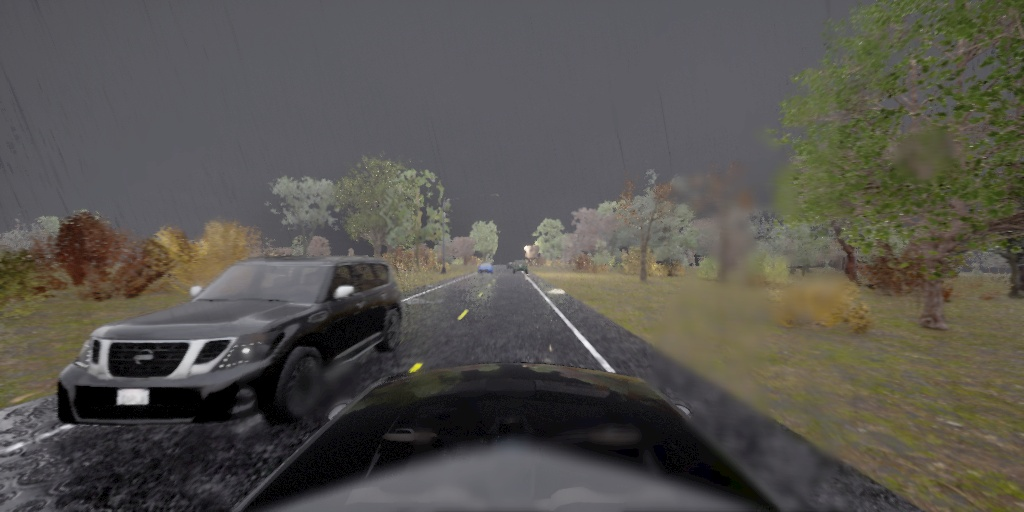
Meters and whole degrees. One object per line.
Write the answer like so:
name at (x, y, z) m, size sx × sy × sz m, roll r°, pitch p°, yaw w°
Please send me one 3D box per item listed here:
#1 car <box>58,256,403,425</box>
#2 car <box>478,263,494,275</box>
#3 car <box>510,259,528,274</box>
car at (-3.601, 1.013, 6.171) m, size 2.150 × 2.045 × 5.566 m, roll 0°, pitch -1°, yaw 0°
car at (-3.566, 1.745, 49.440) m, size 1.882 × 1.535 × 5.008 m, roll 0°, pitch -1°, yaw 0°
car at (1.220, 1.527, 52.409) m, size 2.150 × 2.045 × 5.566 m, roll 0°, pitch -1°, yaw 0°
